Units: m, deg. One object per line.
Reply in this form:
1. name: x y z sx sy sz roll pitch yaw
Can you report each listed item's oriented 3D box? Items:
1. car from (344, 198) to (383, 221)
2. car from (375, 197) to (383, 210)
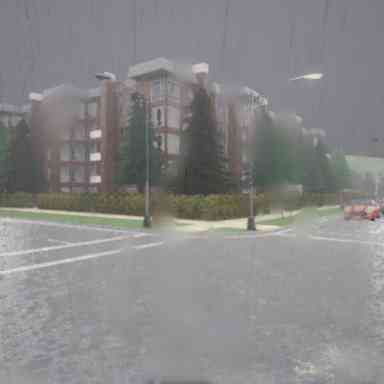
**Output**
1. car: 13.635 1.323 26.623 2.097 1.767 4.553 0 0 35
2. car: 24.855 1.447 42.566 1.882 1.535 5.008 0 0 35
